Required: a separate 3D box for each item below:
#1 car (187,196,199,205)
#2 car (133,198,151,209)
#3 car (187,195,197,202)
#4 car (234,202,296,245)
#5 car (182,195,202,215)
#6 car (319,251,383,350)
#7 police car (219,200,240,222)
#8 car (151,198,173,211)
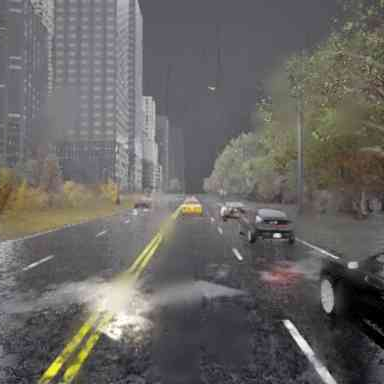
[{"bbox_3d":[0.133,1.424,55.551,1.812,1.442,4.674,0,0,0],"label":"car"},{"bbox_3d":[-6.517,1.536,44.277,1.895,1.301,4.718,0,0,1],"label":"car"},{"bbox_3d":[0.049,1.414,72.582,2.033,1.411,5.357,0,0,0],"label":"car"},{"bbox_3d":[3.279,1.420,15.189,1.837,1.490,4.892,1,0,0],"label":"car"},{"bbox_3d":[0.015,1.347,32.581,1.801,1.575,5.366,0,2,0],"label":"car"},{"bbox_3d":[3.271,1.410,4.182,1.882,1.535,5.008,1,0,0],"label":"car"},{"bbox_3d":[3.261,1.443,26.199,2.038,1.542,4.974,0,0,0],"label":"police car"},{"bbox_3d":[-3.303,1.463,39.039,1.812,1.442,4.674,0,0,0],"label":"car"}]
